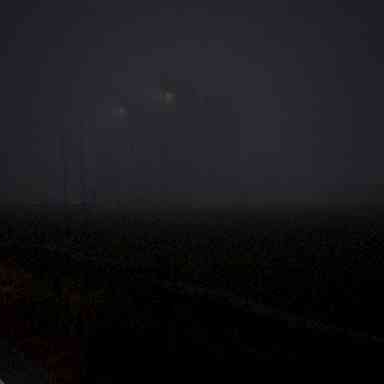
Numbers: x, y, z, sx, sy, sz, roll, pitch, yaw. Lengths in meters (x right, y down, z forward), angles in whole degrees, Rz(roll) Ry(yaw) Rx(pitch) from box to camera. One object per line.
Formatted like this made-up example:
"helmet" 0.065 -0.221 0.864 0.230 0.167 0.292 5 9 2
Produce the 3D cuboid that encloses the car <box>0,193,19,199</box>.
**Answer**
"car" -45.509 1.310 83.171 1.905 1.878 3.866 0 0 45

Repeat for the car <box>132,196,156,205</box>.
"car" -8.316 1.482 57.301 5.008 1.535 1.882 0 0 44

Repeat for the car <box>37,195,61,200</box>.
"car" -28.327 1.477 66.121 2.242 1.667 4.611 0 0 45

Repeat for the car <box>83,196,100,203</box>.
"car" -21.130 1.515 69.871 4.902 1.511 2.128 0 0 44
